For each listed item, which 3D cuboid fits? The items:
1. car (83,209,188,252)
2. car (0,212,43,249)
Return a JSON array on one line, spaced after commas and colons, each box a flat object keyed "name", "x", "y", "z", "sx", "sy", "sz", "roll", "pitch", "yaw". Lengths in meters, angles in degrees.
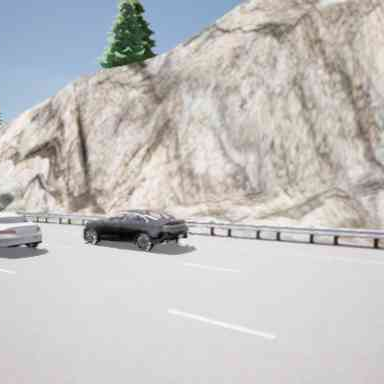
[{"name": "car", "x": -2.464, "y": 1.476, "z": 13.855, "sx": 4.902, "sy": 1.511, "sz": 2.128, "roll": 0, "pitch": 0, "yaw": 32}, {"name": "car", "x": -7.819, "y": 1.522, "z": 13.065, "sx": 4.674, "sy": 1.442, "sz": 1.812, "roll": 0, "pitch": 0, "yaw": 31}]
